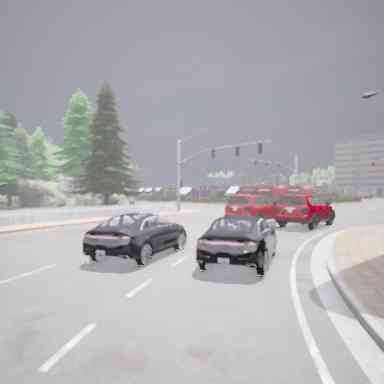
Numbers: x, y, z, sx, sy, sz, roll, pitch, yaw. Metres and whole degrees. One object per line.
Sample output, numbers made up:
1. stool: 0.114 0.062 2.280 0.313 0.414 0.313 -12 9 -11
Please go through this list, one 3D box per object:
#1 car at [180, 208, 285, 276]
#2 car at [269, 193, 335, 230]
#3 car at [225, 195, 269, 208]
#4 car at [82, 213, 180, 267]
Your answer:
1. car: 1.569 1.484 10.486 2.128 1.511 4.902 0 0 19
2. car: 7.271 1.202 21.142 2.150 2.045 5.566 0 0 39
3. car: 4.415 1.202 23.163 2.150 2.045 5.566 0 0 39
4. car: -1.740 1.484 11.592 2.128 1.511 4.902 0 0 20
